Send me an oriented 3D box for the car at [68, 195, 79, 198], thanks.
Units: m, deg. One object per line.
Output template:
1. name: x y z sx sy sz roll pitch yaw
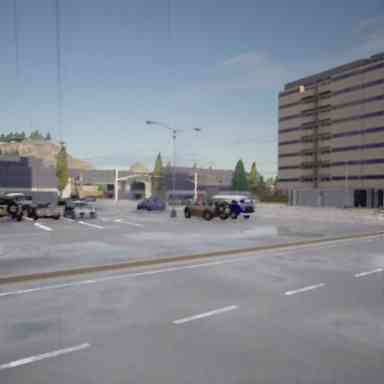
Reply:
1. car: -21.281 1.398 59.695 1.905 1.878 3.866 1 0 -35

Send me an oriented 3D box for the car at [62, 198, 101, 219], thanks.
1. car: -9.480 1.543 28.178 1.970 1.475 3.806 1 0 -35

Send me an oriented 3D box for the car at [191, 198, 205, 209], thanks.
1. car: -0.309 2.013 65.428 2.033 1.411 5.357 1 0 -35

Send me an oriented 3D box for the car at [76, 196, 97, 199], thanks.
1. car: -13.449 1.607 43.849 1.970 1.475 3.806 1 0 -35

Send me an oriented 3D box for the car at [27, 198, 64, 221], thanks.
1. car: -11.848 1.480 26.514 1.784 1.438 3.905 1 0 -35

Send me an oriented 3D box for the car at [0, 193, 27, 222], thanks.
1. car: -14.012 1.240 24.930 1.932 1.855 4.605 1 0 -35

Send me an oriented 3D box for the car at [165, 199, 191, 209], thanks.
1. car: -2.622 1.991 62.618 1.994 1.385 4.181 1 -1 -35
